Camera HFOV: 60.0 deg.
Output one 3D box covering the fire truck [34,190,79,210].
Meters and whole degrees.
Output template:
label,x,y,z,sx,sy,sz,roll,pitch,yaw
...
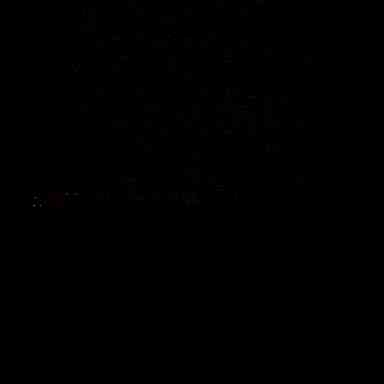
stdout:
label,x,y,z,sx,sy,sz,roll,pitch,yaw
fire truck,-27.276,1.543,67.306,2.891,3.827,8.468,0,-1,35
